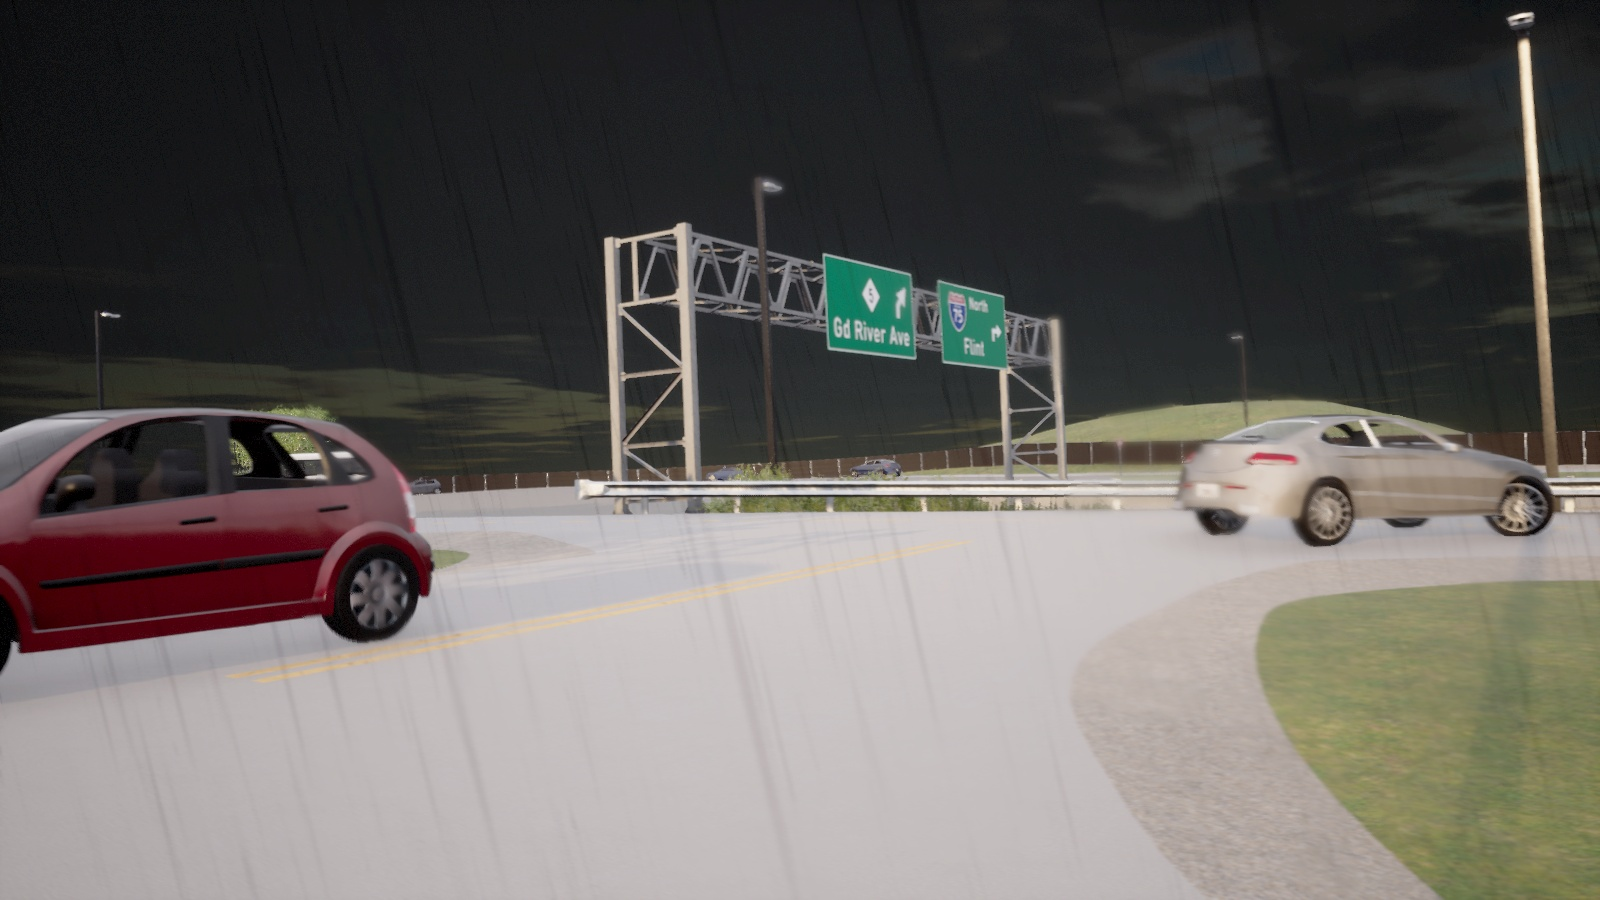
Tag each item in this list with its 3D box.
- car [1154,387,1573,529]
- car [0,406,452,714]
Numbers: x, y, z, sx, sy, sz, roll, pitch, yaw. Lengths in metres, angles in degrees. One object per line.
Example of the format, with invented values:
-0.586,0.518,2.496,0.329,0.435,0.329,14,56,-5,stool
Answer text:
7.524,0.057,16.813,5.027,1.651,2.152,-2,0,-20,car
-4.413,0.567,7.940,1.851,1.617,3.988,0,1,34,car
